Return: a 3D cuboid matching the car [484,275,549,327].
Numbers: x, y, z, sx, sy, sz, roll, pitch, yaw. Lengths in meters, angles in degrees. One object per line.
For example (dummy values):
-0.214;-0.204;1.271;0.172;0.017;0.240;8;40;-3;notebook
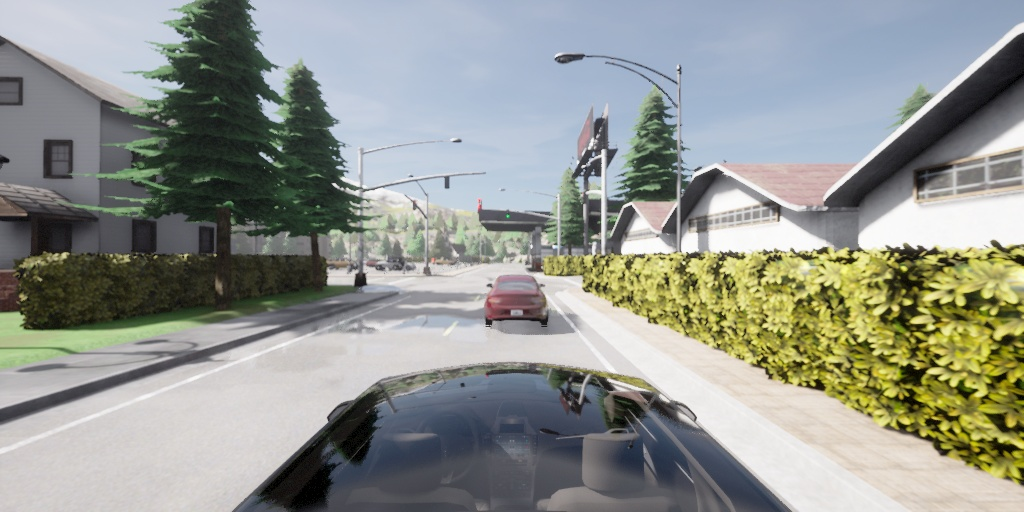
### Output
0.133;1.325;11.679;1.812;1.442;4.674;0;0;0;car
